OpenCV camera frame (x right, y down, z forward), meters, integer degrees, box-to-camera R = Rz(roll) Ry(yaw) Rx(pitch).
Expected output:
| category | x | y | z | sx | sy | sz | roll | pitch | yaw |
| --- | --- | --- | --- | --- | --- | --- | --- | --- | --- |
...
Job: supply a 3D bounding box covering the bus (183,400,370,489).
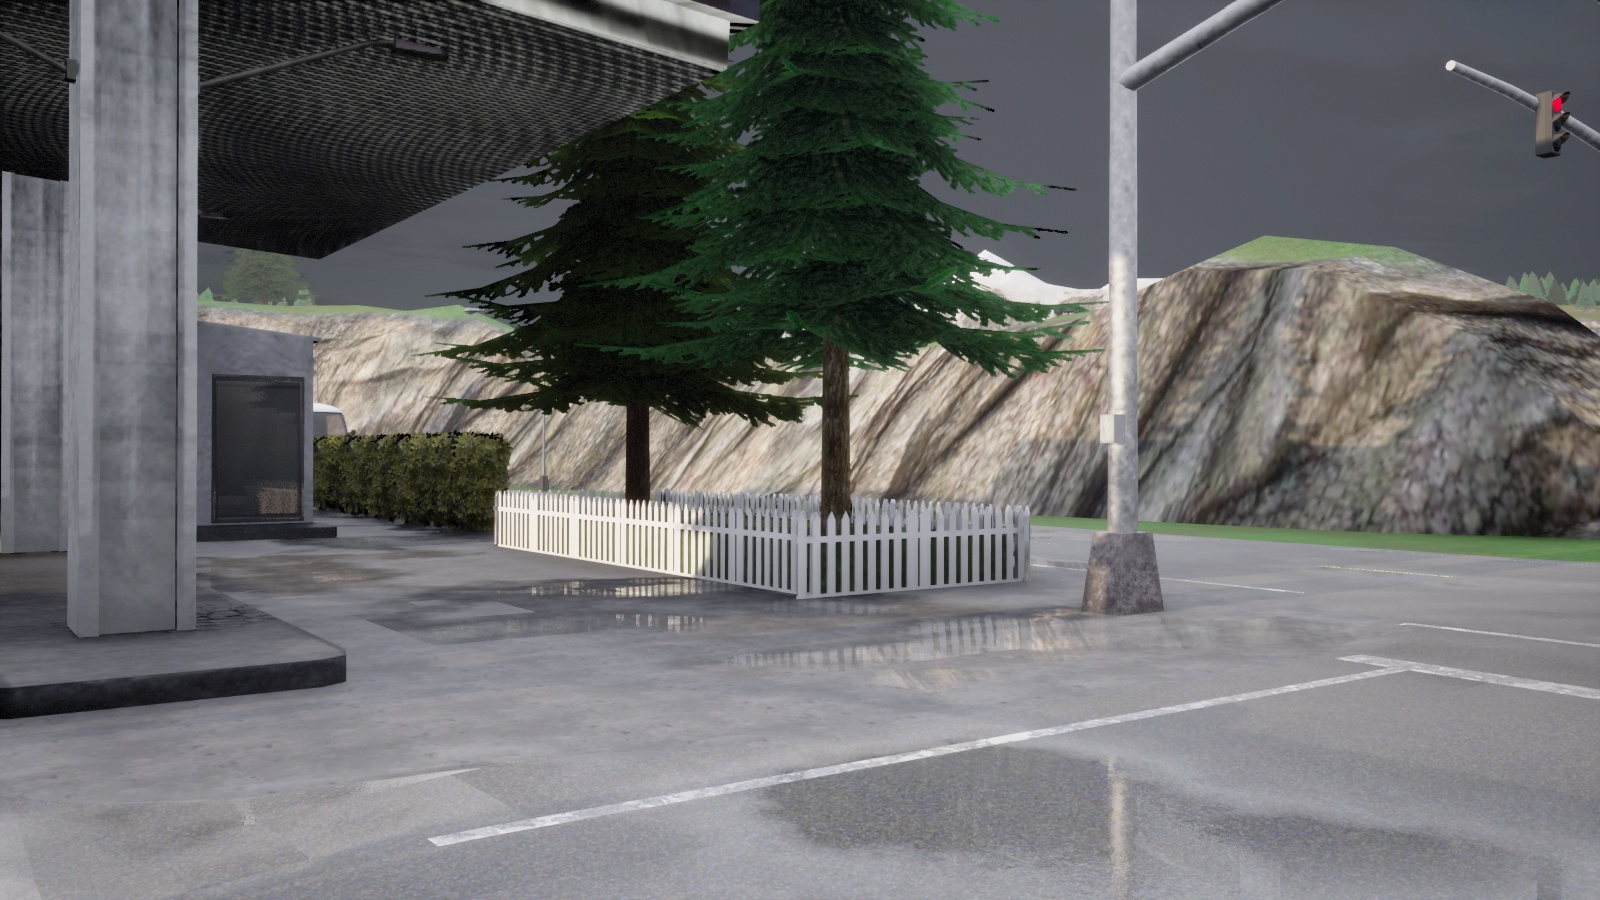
| category | x | y | z | sx | sy | sz | roll | pitch | yaw |
| --- | --- | --- | --- | --- | --- | --- | --- | --- | --- |
| bus | -27.130 | -0.224 | 64.848 | 10.273 | 4.253 | 3.944 | 0 | -1 | 34 |
